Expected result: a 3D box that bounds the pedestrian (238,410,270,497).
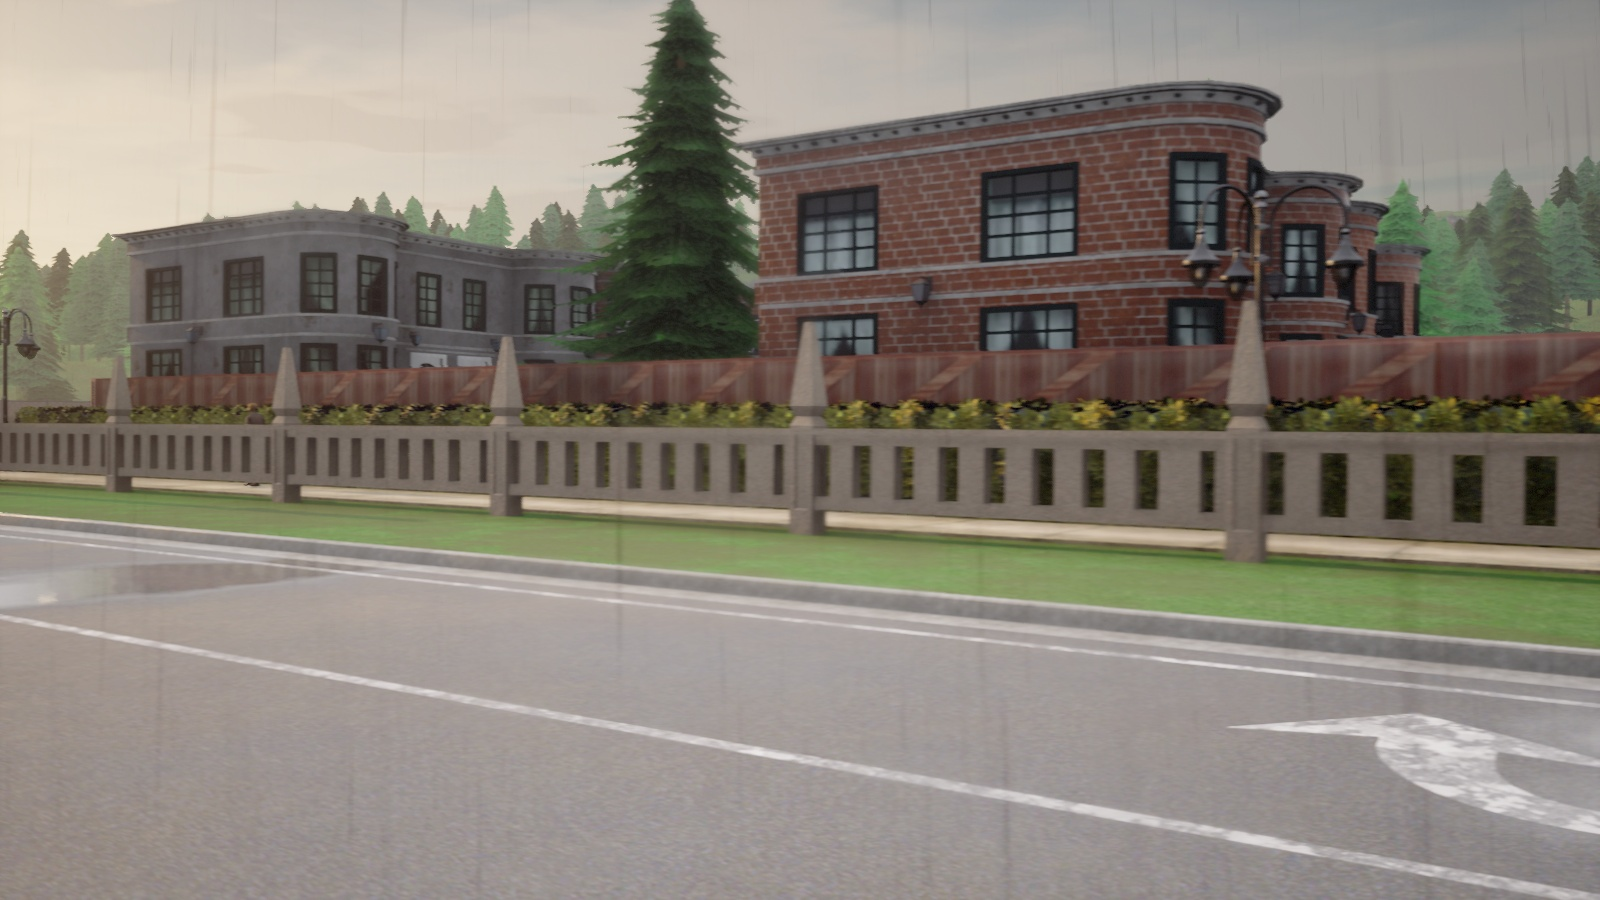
[{"bbox_3d":[-11.670,0.078,26.855,0.634,1.846,0.331,0,1,36],"label":"pedestrian"}]
